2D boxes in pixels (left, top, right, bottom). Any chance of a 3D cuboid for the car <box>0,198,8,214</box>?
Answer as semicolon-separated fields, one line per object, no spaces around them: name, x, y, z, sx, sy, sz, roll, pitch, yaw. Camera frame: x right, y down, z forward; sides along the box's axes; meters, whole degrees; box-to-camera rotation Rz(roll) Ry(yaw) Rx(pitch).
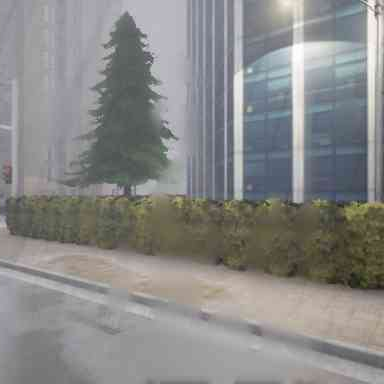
car;-18.816;1.352;32.047;2.097;1.767;4.553;0;0;36
